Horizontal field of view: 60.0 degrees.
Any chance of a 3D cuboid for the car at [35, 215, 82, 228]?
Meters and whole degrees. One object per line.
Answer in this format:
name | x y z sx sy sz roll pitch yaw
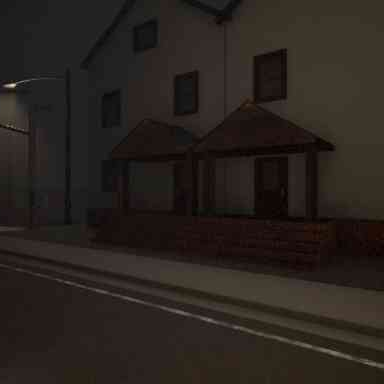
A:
car | -13.257 3.080 32.963 2.128 1.511 4.902 0 -8 36
